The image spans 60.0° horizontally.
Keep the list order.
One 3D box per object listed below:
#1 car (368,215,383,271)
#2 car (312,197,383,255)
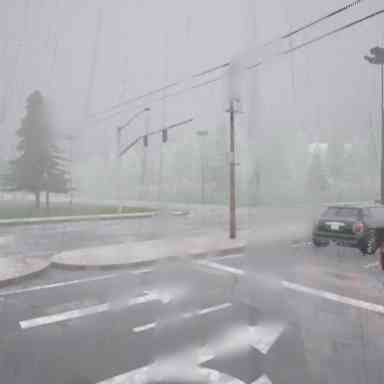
[{"bbox_3d":[6.894,1.393,8.767,5.008,1.535,1.882,-1,0,-36],"label":"car"},{"bbox_3d":[6.758,1.249,13.031,4.553,1.767,2.097,-1,0,-37],"label":"car"}]
